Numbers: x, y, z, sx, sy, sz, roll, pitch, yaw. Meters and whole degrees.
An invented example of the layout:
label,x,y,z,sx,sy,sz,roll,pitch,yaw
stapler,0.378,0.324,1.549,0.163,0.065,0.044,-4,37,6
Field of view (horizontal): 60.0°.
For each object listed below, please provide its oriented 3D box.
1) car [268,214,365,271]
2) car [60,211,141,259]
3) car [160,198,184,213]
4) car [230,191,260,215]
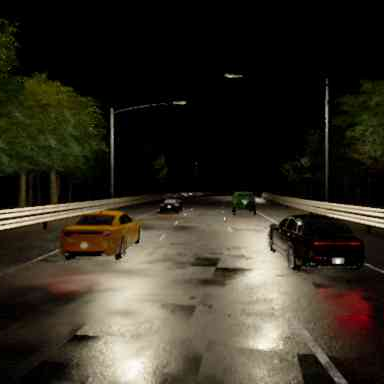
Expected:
label,x,y,z,sx,sy,sz,roll,pitch,yaw
car,3.769,1.487,10.847,1.837,1.490,4.892,0,0,2
car,-3.188,1.451,12.527,1.882,1.535,5.008,0,0,2
car,-1.998,1.334,33.591,1.994,1.385,4.181,0,1,5
car,4.872,1.013,31.893,2.150,2.045,5.566,0,1,4
